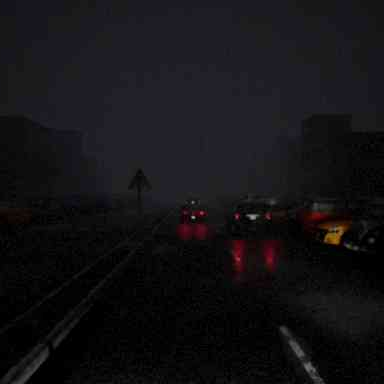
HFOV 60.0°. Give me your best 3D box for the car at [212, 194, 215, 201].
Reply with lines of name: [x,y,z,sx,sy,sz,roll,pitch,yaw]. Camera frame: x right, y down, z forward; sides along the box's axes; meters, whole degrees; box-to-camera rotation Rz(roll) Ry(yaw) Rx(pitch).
car: [7.626,1.592,74.188,5.008,1.535,2.097,0,0,0]

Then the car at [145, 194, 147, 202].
car: [-12.551,1.606,70.329,4.674,1.452,2.002,0,0,0]

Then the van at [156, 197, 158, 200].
van: [-12.426,1.495,92.505,4.442,1.987,1.878,0,0,0]

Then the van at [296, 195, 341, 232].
van: [7.752,1.231,16.289,4.442,1.987,1.878,0,0,0]

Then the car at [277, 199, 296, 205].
car: [7.449,1.447,21.803,5.366,1.575,1.946,0,0,0]

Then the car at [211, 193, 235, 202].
car: [7.646,1.396,82.462,5.566,2.045,2.435,0,0,0]

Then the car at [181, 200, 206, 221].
car: [0.092,1.568,26.699,1.895,1.301,4.718,0,0,0]

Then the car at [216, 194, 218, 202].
car: [7.617,1.531,63.160,4.892,1.521,2.231,0,0,0]

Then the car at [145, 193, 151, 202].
car: [-12.525,1.333,73.049,5.566,2.045,2.435,0,0,0]

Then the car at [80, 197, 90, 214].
car: [-12.572,1.464,31.489,4.674,1.452,2.002,0,0,0]

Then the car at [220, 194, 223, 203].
car: [7.619,1.495,54.889,4.892,1.521,2.231,0,0,0]

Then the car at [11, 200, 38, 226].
car: [-12.576,1.425,20.374,5.008,1.535,2.097,0,0,0]

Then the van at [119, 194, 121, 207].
van: [-12.451,1.224,45.384,4.442,1.987,1.878,0,0,0]

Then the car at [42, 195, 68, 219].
car: [-12.546,1.297,25.929,4.553,1.767,2.185,0,0,0]

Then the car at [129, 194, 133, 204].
car: [-12.533,1.507,53.719,4.792,1.488,2.163,0,0,0]

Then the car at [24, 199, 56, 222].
car: [-12.585,1.424,23.151,4.892,1.521,2.231,0,0,0]

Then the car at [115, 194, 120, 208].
car: [-12.384,1.439,42.604,5.366,1.575,1.946,0,0,0]

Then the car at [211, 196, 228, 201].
car: [7.613,1.751,93.493,4.674,1.452,2.002,0,0,0]

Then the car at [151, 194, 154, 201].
car: [-12.579,1.373,78.733,5.566,2.045,2.435,0,0,0]

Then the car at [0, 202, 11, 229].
car: [-12.613,1.302,17.593,4.553,1.767,2.185,0,0,0]

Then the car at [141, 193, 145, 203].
car: [-12.586,1.281,64.837,5.566,2.045,2.435,0,0,0]

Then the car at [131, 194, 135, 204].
car: [-12.559,1.529,56.373,4.674,1.452,2.002,0,0,0]

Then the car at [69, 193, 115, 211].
car: [-12.542,1.184,39.826,5.566,2.045,2.435,0,0,0]

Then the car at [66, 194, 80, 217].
car: [-12.545,1.298,28.709,4.553,1.767,2.185,0,0,0]

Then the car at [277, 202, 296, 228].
car: [7.632,1.493,19.046,4.674,1.452,2.002,0,0,0]

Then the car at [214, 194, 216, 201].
car: [7.652,1.449,71.431,4.553,1.767,2.185,0,0,0]

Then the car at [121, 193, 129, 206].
car: [-12.538,1.206,48.161,5.566,2.045,2.435,0,0,0]

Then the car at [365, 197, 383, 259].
car: [7.666,1.219,8.015,5.566,2.045,2.435,0,0,0]

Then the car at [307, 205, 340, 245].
car: [7.642,1.461,13.531,5.008,1.535,2.097,0,0,0]

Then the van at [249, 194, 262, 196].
van: [7.748,1.221,30.074,4.442,1.987,1.878,0,0,0]

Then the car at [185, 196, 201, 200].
car: [0.088,1.331,42.064,2.097,1.767,4.553,0,0,0]

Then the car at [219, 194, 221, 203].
car: [7.618,1.506,57.645,4.892,1.521,2.231,0,0,0]

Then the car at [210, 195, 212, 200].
car: [7.433,1.626,79.703,5.366,1.575,1.946,0,0,0]

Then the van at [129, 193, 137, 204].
van: [-12.677,1.277,59.279,4.442,1.987,1.878,0,0,0]

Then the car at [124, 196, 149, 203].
car: [-12.737,1.601,75.951,5.366,1.575,1.946,0,0,0]

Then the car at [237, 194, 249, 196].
car: [7.660,1.196,32.833,5.566,2.045,2.435,0,0,0]

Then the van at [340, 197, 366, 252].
van: [7.521,1.240,10.773,4.442,1.987,1.878,0,0,0]

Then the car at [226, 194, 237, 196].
car: [7.813,1.466,46.617,5.366,1.575,1.946,0,0,0]

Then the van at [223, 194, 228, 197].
van: [7.509,1.259,52.009,4.442,1.987,1.878,0,0,0]

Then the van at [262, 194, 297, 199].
van: [7.750,1.222,24.562,4.442,1.987,1.878,0,0,0]

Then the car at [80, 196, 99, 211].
car: [-12.567,1.428,34.267,4.892,1.521,2.231,0,0,0]

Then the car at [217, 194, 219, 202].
car: [7.618,1.518,60.402,4.892,1.521,2.231,0,0,0]

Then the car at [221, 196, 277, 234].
car: [3.094,1.325,19.000,2.097,1.767,4.553,0,0,0]
